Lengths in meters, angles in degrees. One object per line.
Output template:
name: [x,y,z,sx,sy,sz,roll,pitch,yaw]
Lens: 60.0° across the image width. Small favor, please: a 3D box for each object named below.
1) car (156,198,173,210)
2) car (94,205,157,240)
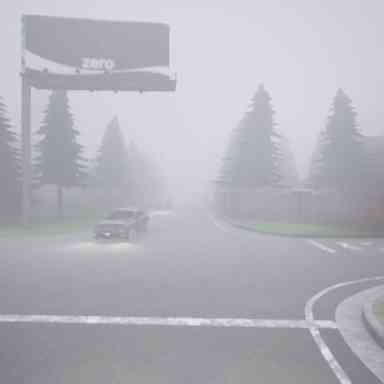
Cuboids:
car: [-3.468,1.532,42.699,2.128,1.511,4.902,0,0,0]
car: [-3.651,1.663,18.291,1.837,1.490,4.892,2,3,9]
